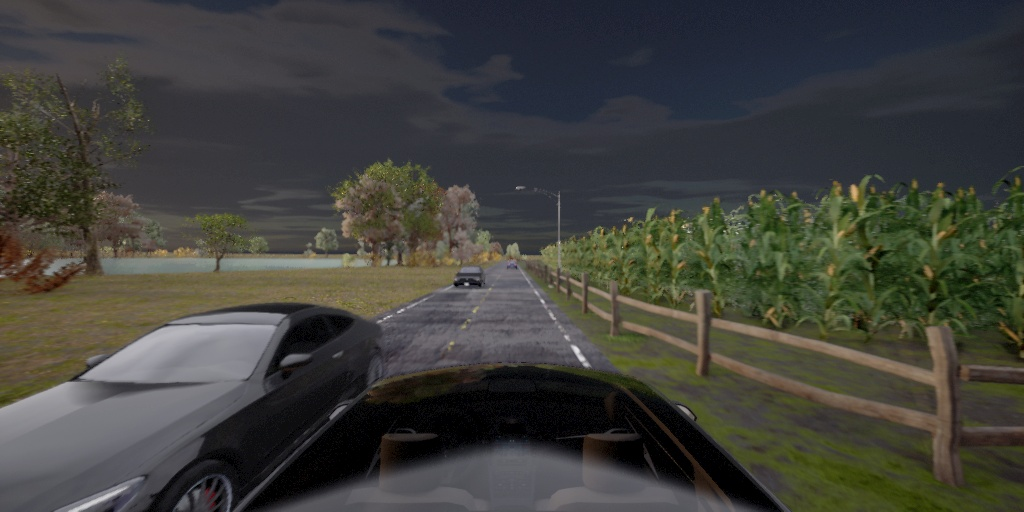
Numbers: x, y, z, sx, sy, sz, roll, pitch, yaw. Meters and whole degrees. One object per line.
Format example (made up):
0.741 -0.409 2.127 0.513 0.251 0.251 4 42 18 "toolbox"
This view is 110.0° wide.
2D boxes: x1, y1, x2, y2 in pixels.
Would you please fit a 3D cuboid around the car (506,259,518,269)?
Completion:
0.012 1.517 60.532 1.812 1.442 4.674 0 0 0 "car"

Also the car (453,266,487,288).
-2.795 1.389 24.933 2.033 1.411 5.357 0 0 0 "car"

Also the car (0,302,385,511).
-2.837 1.284 3.782 1.812 1.442 4.674 0 0 0 "car"
